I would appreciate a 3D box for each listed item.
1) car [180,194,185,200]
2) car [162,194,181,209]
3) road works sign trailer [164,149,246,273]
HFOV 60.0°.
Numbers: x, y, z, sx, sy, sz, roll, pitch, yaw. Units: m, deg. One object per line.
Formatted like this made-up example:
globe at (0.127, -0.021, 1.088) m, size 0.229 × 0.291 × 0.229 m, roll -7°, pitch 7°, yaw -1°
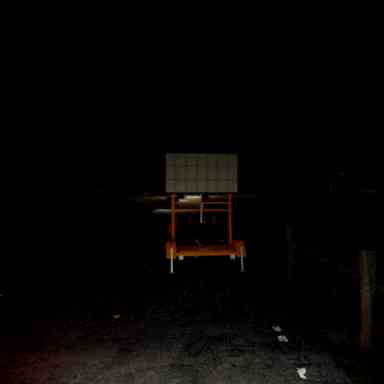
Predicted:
car at (-2.623, 1.146, 75.821) m, size 1.895 × 1.301 × 4.718 m, roll 0°, pitch 1°, yaw 0°
car at (-2.775, 1.412, 43.642) m, size 1.882 × 1.535 × 5.008 m, roll 0°, pitch 0°, yaw 0°
road works sign trailer at (0.291, 0.456, 10.682) m, size 2.380 × 3.560 × 2.880 m, roll 0°, pitch 0°, yaw -6°
